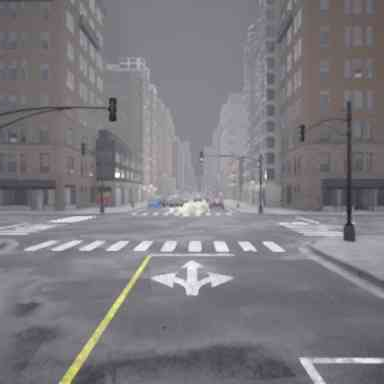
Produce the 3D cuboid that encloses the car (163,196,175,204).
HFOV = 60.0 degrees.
[{"bbox_3d":[-4.650,1.614,67.979,2.008,1.369,4.403,0,0,1],"label":"car"}]

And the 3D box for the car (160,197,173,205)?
[{"bbox_3d":[-4.775,1.606,62.457,2.008,1.369,4.403,0,0,1],"label":"car"}]

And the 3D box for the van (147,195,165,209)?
[{"bbox_3d":[-5.149,1.375,45.890,1.690,1.788,3.998,0,0,1],"label":"van"}]

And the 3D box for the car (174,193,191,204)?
[{"bbox_3d":[-1.880,1.411,64.825,2.097,1.767,4.553,0,0,2],"label":"car"}]

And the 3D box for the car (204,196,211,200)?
[{"bbox_3d":[4.499,1.682,95.415,1.802,1.307,4.206,0,0,1],"label":"car"}]

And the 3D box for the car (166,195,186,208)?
[{"bbox_3d":[-2.300,1.601,48.806,1.994,1.385,4.181,0,0,2],"label":"car"}]

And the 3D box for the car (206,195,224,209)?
[{"bbox_3d":[3.375,1.473,45.703,1.967,1.590,4.097,0,0,1],"label":"car"}]

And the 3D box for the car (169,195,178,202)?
[{"bbox_3d":[-4.400,1.518,79.024,1.967,1.590,4.097,0,0,1],"label":"car"}]

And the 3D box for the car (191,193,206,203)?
[{"bbox_3d":[1.304,1.586,72.102,2.128,1.511,4.902,0,0,1],"label":"car"}]

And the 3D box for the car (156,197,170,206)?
[{"bbox_3d":[-4.899,1.614,56.935,1.947,1.339,4.313,0,0,1],"label":"car"}]

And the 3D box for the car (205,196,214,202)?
[{"bbox_3d":[4.124,1.643,78.845,1.947,1.339,4.313,0,0,1],"label":"car"}]

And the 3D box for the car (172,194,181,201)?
[{"bbox_3d":[-4.150,1.408,90.068,2.192,1.841,5.009,0,0,1],"label":"car"}]

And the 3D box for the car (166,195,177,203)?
[{"bbox_3d":[-4.525,1.511,73.501,1.967,1.590,4.097,0,0,1],"label":"car"}]

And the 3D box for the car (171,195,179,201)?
[{"bbox_3d":[-4.279,1.611,84.376,1.752,1.417,4.829,0,0,1],"label":"car"}]

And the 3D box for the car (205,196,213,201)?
[{"bbox_3d":[4.249,1.630,84.368,1.887,1.381,4.507,0,0,1],"label":"car"}]
